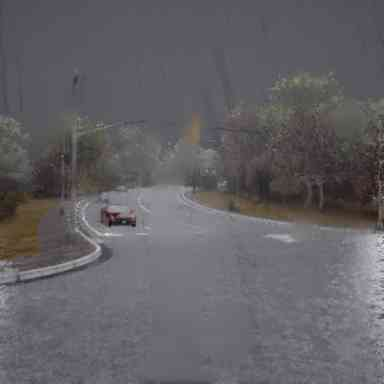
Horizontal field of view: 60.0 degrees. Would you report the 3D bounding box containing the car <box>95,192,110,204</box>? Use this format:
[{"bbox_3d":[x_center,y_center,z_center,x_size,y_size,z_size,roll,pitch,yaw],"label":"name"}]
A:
[{"bbox_3d":[-12.616,0.814,47.193,1.837,1.490,4.892,1,3,-11],"label":"car"}]

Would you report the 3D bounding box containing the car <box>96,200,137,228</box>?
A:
[{"bbox_3d":[-5.245,1.590,23.348,1.882,1.535,5.008,1,0,-23],"label":"car"}]

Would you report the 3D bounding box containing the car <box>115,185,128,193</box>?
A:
[{"bbox_3d":[-15.111,-0.677,71.710,2.097,1.767,4.553,1,3,-1],"label":"car"}]
